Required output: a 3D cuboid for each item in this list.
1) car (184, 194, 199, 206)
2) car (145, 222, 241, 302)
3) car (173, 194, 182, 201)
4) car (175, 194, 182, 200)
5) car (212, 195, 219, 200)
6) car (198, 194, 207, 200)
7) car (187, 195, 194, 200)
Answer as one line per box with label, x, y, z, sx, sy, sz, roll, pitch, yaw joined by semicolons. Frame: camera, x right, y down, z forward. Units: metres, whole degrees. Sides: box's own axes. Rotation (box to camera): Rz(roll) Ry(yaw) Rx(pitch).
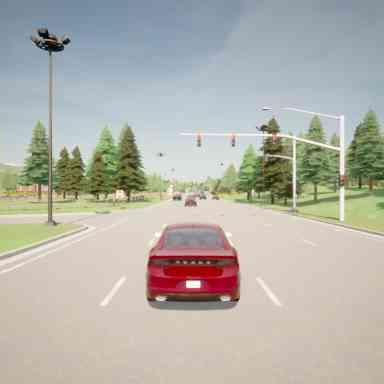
car;-0.193;1.525;52.944;1.812;1.442;4.674;0;0;0
car;0.033;1.478;8.342;1.882;1.535;5.008;0;0;0
car;-3.807;1.469;83.544;1.882;1.535;5.008;0;0;0
car;-3.845;1.310;93.964;1.882;1.535;5.008;0;0;0
car;6.653;1.525;94.416;2.128;1.511;4.902;0;0;0
car;3.153;1.524;94.403;1.812;1.442;4.674;0;0;0
car;-0.345;1.427;94.007;1.895;1.301;4.718;0;0;0
